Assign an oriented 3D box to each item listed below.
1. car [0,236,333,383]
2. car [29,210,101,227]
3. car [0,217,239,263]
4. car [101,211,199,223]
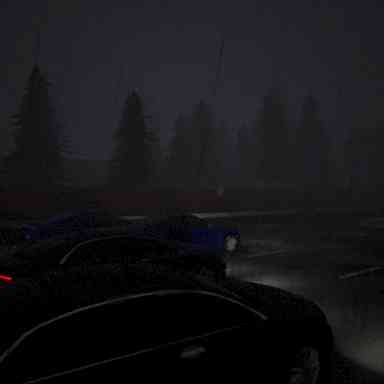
[{"bbox_3d":[-0.534,1.511,3.366,4.892,1.490,1.837,0,0,-36],"label":"car"},{"bbox_3d":[-4.055,1.493,13.752,5.008,1.535,1.882,0,0,-36],"label":"car"},{"bbox_3d":[-1.446,1.516,7.015,4.892,1.490,1.837,0,0,-36],"label":"car"},{"bbox_3d":[-0.437,1.499,12.035,5.008,1.535,1.882,0,0,-36],"label":"car"}]
